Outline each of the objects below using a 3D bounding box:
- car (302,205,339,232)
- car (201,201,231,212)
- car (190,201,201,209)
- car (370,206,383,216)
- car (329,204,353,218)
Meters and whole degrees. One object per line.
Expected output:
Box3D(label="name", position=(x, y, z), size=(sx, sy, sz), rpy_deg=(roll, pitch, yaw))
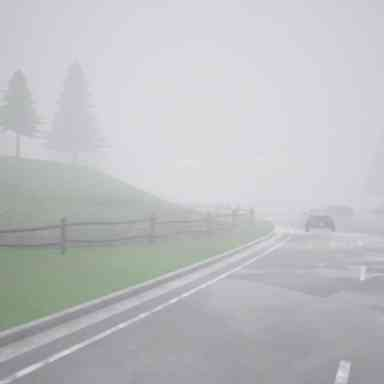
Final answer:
Box3D(label="car", position=(8.883, 1.928, 23.570), size=(1.812, 1.442, 4.674), rpy_deg=(1, -1, 14))
Box3D(label="car", position=(4.194, 2.321, 53.427), size=(2.128, 1.511, 4.902), rpy_deg=(2, -1, -34))
Box3D(label="car", position=(1.608, 2.430, 62.393), size=(1.882, 1.535, 5.008), rpy_deg=(1, -2, -42))
Box3D(label="car", position=(23.778, 2.268, 39.682), size=(2.033, 1.411, 5.357), rpy_deg=(1, -1, -10))
Box3D(label="car", position=(16.585, 2.157, 38.408), size=(2.128, 1.511, 4.902), rpy_deg=(1, -1, -6))
